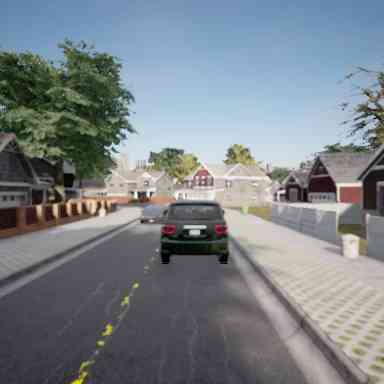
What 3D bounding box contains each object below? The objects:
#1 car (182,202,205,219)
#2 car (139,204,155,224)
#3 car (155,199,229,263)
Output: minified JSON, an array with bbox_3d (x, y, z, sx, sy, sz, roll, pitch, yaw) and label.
[{"bbox_3d":[0.068,1.691,31.822,2.033,1.411,5.357,0,0,-1],"label":"car"},{"bbox_3d":[-2.851,1.666,26.073,2.033,1.411,5.357,0,0,0],"label":"car"},{"bbox_3d":[0.092,1.277,12.272,2.150,2.045,5.566,0,0,0],"label":"car"}]
